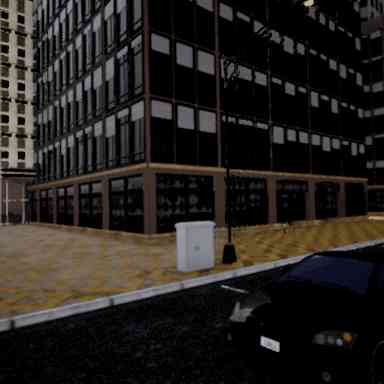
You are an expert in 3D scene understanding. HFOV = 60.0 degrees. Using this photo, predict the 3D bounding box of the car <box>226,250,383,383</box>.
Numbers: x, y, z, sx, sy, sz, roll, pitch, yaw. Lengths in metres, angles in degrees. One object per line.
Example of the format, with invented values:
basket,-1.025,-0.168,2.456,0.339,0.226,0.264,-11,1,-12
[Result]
car,2.498,1.690,5.367,4.181,1.385,1.994,0,-2,-39
